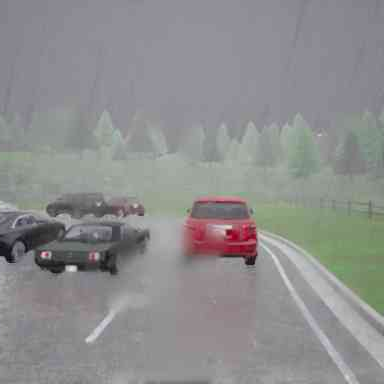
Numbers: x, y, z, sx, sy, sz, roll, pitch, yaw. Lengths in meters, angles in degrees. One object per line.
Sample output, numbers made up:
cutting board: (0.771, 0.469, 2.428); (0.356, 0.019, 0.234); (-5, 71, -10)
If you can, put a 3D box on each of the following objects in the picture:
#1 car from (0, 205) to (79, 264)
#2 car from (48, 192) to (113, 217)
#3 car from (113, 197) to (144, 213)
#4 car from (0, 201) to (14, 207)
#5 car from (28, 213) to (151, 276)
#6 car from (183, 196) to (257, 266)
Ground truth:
car: (-6.070, 1.415, 11.561); (2.128, 1.511, 4.902); (0, 0, 4)
car: (-9.210, 1.056, 26.503); (5.566, 2.045, 2.150); (0, -1, 35)
car: (-6.122, 1.187, 28.110); (4.553, 1.767, 2.097); (0, 1, 42)
car: (-15.330, 1.354, 25.208); (4.674, 1.442, 1.812); (0, 0, 18)
car: (-2.635, 1.540, 10.164); (1.895, 1.301, 4.718); (0, 0, 7)
car: (0.941, 1.162, 11.540); (2.150, 2.045, 5.566); (0, 0, 4)
